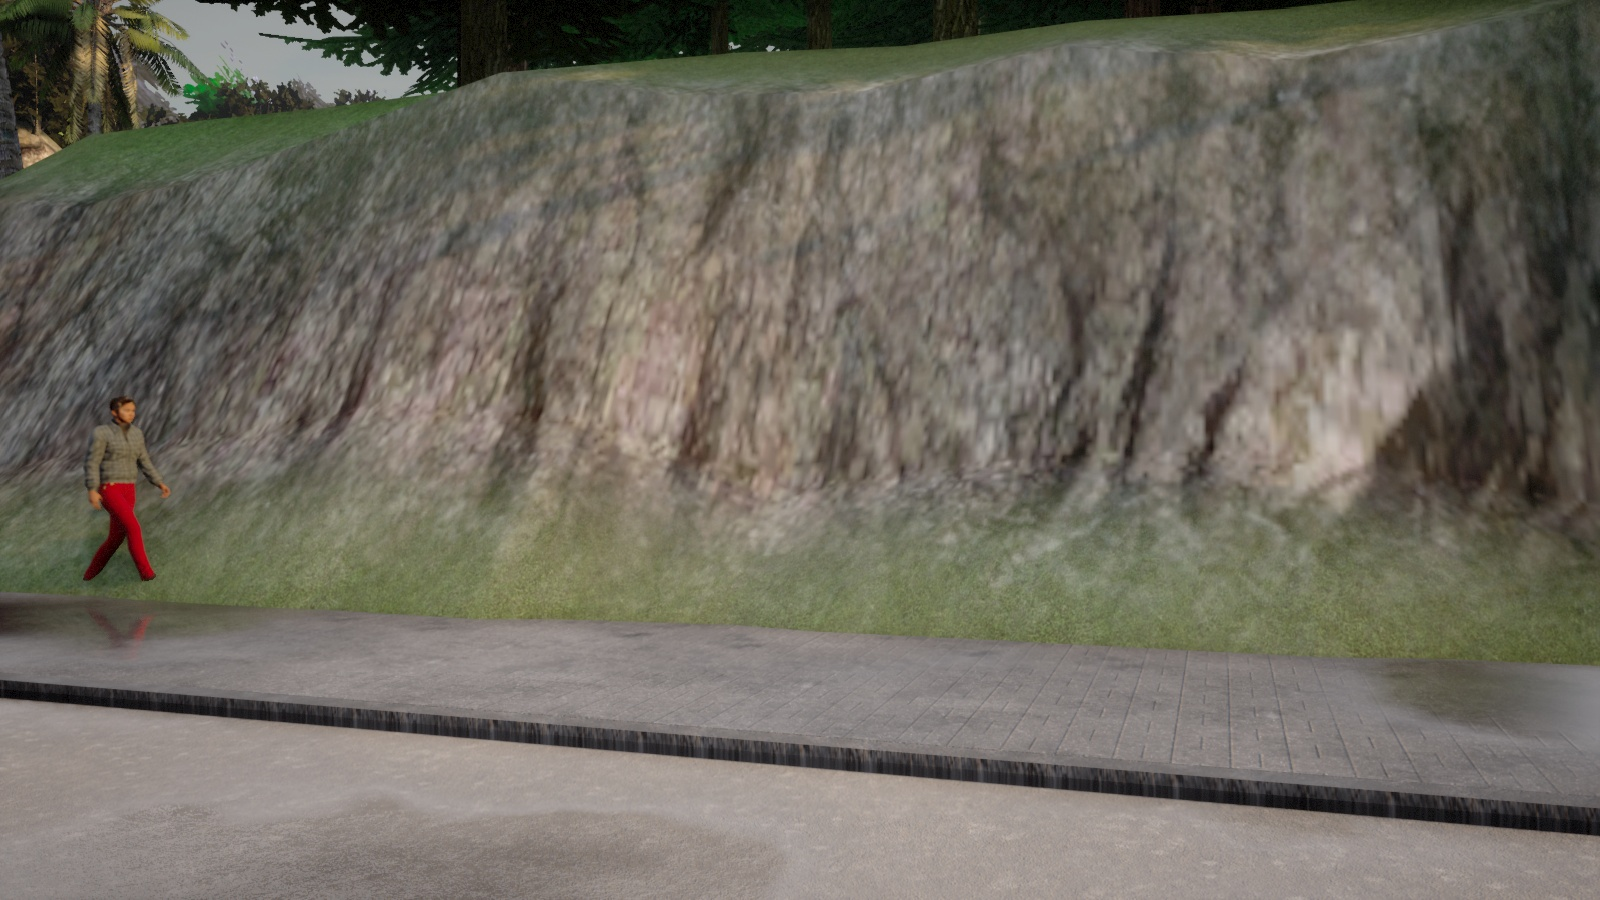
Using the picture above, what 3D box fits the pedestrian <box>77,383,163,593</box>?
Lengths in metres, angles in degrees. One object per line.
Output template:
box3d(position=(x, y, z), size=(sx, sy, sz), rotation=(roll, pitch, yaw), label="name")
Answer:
box3d(position=(-6.133, 0.332, 11.335), size=(0.614, 1.847, 0.353), rotation=(1, 1, 19), label="pedestrian")
